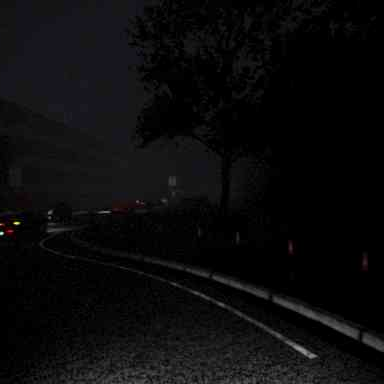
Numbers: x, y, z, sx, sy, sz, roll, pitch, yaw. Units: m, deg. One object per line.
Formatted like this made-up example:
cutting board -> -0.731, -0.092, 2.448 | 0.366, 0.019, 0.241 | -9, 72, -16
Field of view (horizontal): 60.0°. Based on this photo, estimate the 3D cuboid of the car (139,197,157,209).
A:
car -> -7.200, 1.846, 50.909 | 1.837, 1.490, 4.892 | -1, 0, 6

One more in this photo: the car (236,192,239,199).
car -> 14.729, 1.452, 87.401 | 5.008, 1.535, 2.097 | -1, 0, 4

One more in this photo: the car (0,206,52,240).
car -> -9.566, 1.774, 18.495 | 1.837, 1.490, 4.892 | -2, 0, -9

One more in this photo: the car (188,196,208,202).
car -> 1.535, 1.703, 79.713 | 4.674, 1.452, 2.002 | -1, 0, 4

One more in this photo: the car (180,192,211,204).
car -> 0.418, 1.400, 65.629 | 5.566, 2.045, 2.435 | -1, 0, 4

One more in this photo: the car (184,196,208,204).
car -> 0.878, 1.659, 71.262 | 5.008, 1.535, 2.097 | -1, 0, 4

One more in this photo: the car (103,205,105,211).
car -> -10.961, 1.953, 46.483 | 1.994, 1.385, 4.181 | -1, 0, 5

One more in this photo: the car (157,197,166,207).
car -> -6.413, 1.915, 59.830 | 1.994, 1.385, 4.181 | -1, 0, 5

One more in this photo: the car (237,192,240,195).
car -> 14.529, 1.481, 84.460 | 4.792, 1.488, 2.163 | -1, 0, 4

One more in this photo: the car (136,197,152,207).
car -> -9.283, 1.820, 64.295 | 2.097, 1.767, 4.553 | -1, 0, 5

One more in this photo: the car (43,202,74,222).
car -> -12.525, 1.715, 29.915 | 2.097, 1.767, 4.553 | -1, 0, 5

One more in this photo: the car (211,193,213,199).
car -> 2.581, 1.659, 90.969 | 5.366, 1.575, 1.946 | -1, 0, 4

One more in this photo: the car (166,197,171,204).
car -> -5.544, 1.703, 69.793 | 1.812, 1.442, 4.674 | -1, 0, 5

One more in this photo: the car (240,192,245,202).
car -> 13.185, 1.193, 67.695 | 5.566, 2.045, 2.435 | -1, 0, 4

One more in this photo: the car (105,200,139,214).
car -> -8.181, 1.797, 39.487 | 1.882, 1.535, 5.008 | -1, 0, 6

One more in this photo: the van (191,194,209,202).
van -> 2.076, 1.436, 85.340 | 4.442, 1.987, 1.878 | -1, 0, 4

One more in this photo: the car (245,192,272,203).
car -> 12.711, 1.302, 61.935 | 4.553, 1.767, 2.185 | -1, 1, 4

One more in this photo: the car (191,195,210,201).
car -> 2.427, 1.666, 93.815 | 5.366, 1.575, 1.946 | -1, 0, 4
